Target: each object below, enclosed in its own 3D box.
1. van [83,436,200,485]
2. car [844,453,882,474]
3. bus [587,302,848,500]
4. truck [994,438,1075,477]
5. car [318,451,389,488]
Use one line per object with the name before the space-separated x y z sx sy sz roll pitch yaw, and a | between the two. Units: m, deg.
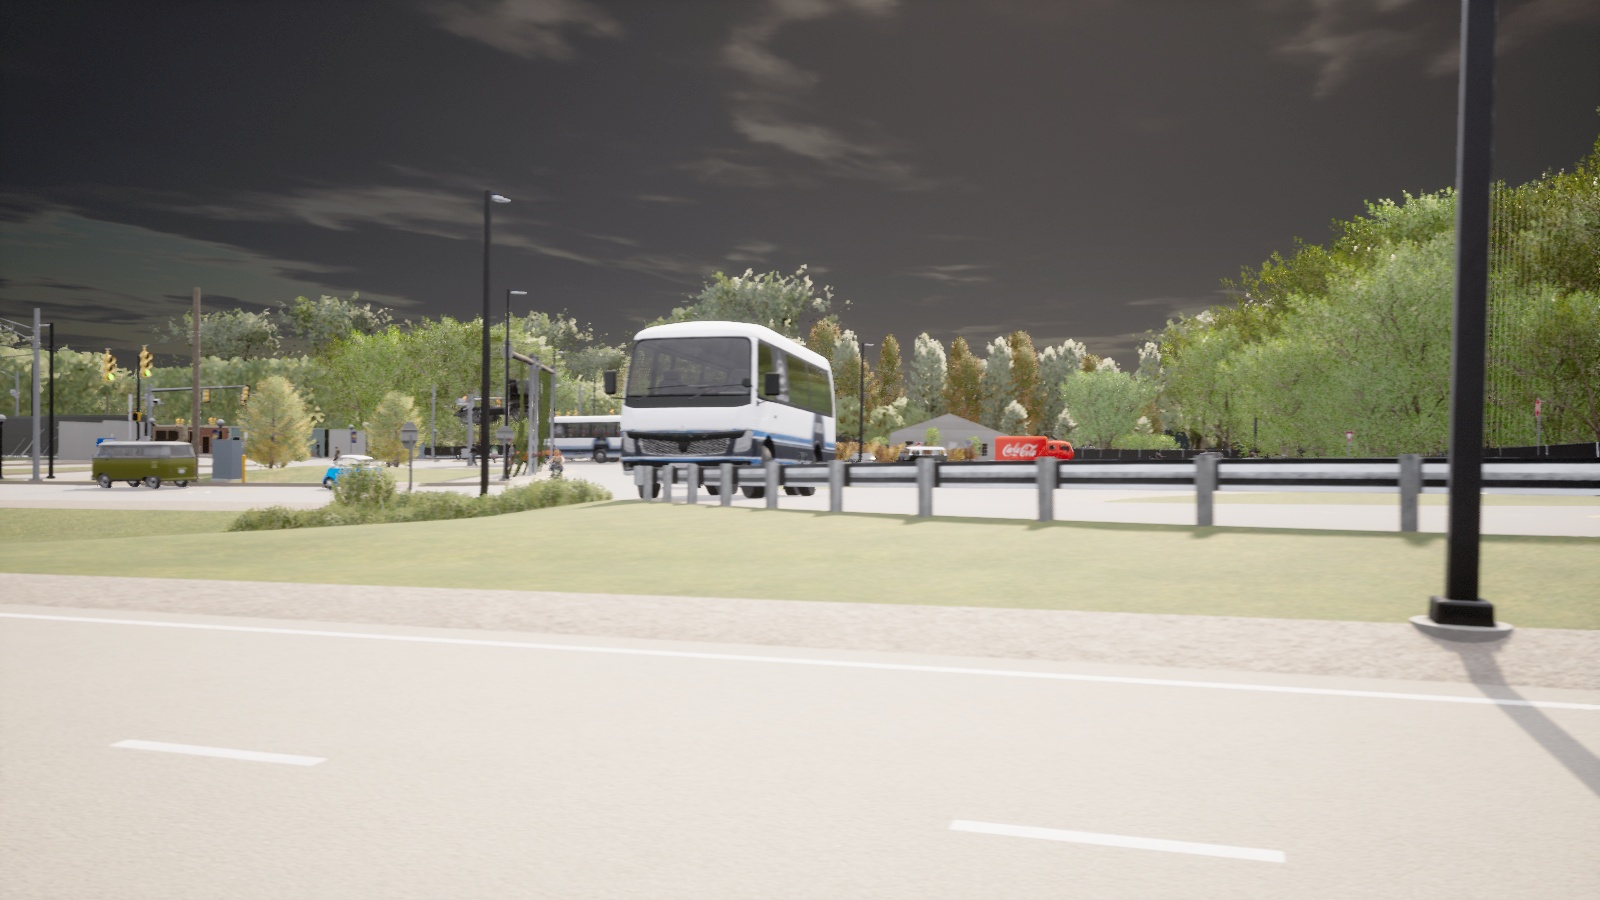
van | -27.758 0.417 52.950 4.442 1.987 1.775 0 1 18
car | 4.670 0.960 93.807 2.163 1.488 4.792 0 0 -6
bus | -1.645 -0.920 32.442 3.944 4.253 10.273 0 -2 13
truck | 15.618 0.461 83.615 5.204 2.467 2.627 1 1 12
car | -17.657 0.740 49.653 2.207 1.376 1.481 1 1 19
